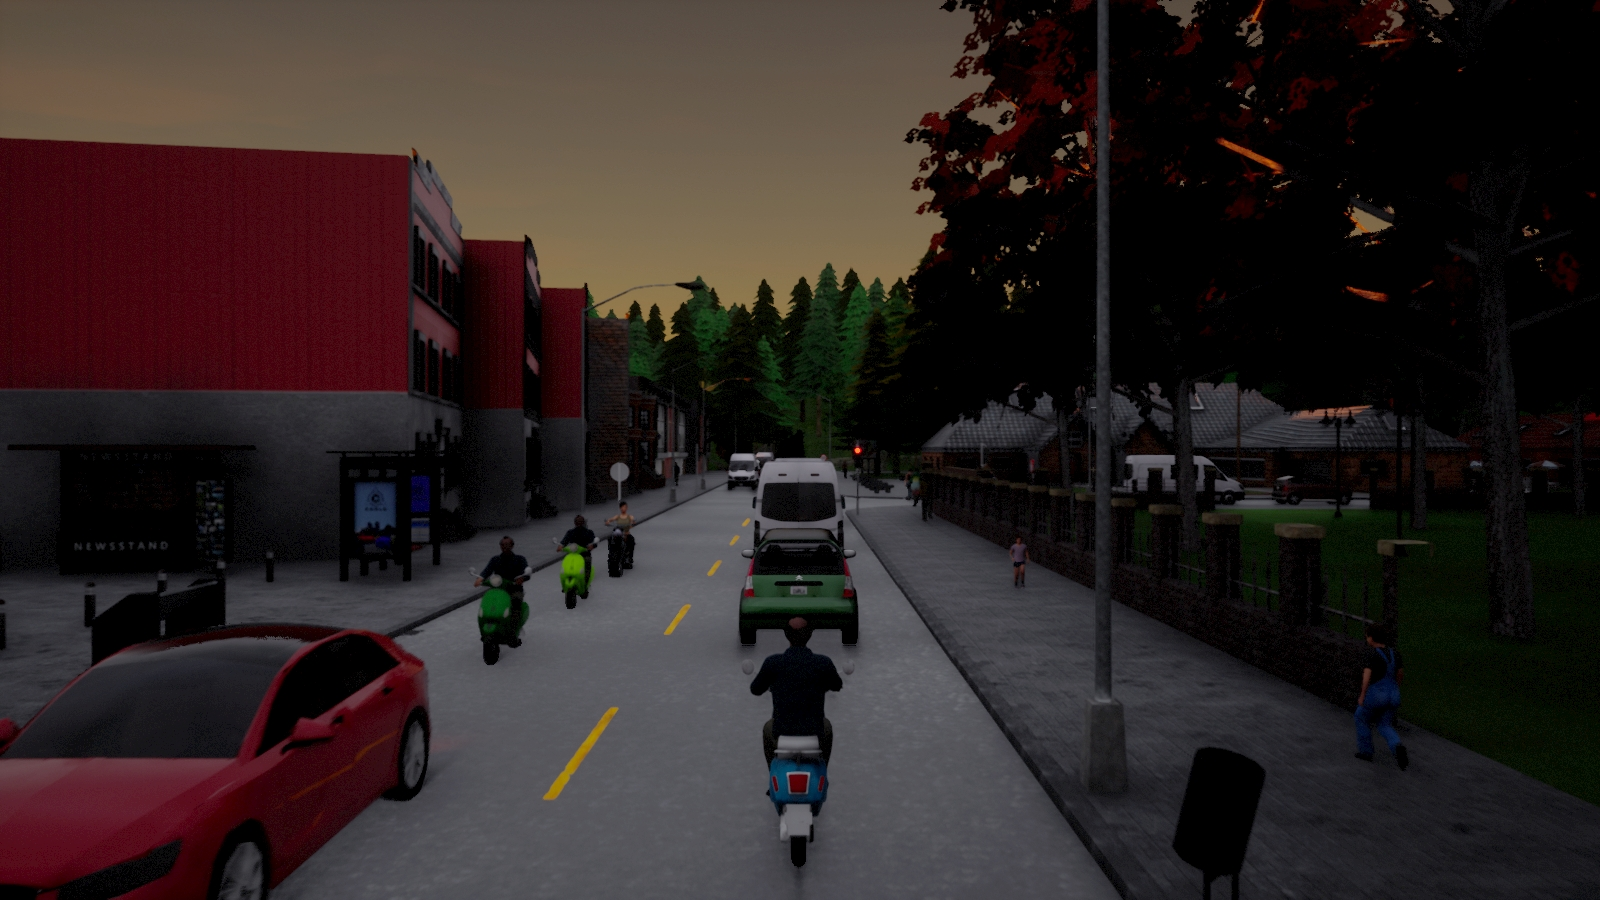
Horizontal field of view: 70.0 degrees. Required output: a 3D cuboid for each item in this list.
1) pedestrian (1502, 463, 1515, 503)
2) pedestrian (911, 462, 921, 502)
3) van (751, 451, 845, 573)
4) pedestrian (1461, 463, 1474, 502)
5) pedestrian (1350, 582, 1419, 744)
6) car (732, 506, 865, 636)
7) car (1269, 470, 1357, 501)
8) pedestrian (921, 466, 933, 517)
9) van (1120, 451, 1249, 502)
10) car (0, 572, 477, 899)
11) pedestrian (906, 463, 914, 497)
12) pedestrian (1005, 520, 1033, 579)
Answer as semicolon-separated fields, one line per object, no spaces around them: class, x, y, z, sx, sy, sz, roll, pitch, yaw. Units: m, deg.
pedestrian;32.972;1.525;53.188;0.375;1.860;0.375;0;0;-2
pedestrian;5.521;1.523;54.415;0.375;1.860;0.375;0;0;16
van;-0.042;1.314;26.983;1.988;2.561;5.915;0;0;0
pedestrian;31.559;1.525;54.038;0.375;1.860;0.375;0;0;-2
pedestrian;4.995;1.805;9.769;0.375;1.300;0.375;0;0;-10
car;-0.022;1.780;17.851;1.851;1.617;3.988;0;0;0
car;26.128;1.806;58.249;3.705;1.549;1.789;0;0;0
pedestrian;4.701;1.526;42.298;0.375;1.860;0.375;0;0;-9
van;19.591;1.315;58.312;5.915;2.561;1.988;0;0;1
car;-4.018;1.841;7.818;2.231;1.480;4.892;0;0;0
pedestrian;5.983;1.629;62.259;0.375;1.860;0.375;0;0;15
pedestrian;4.209;1.905;21.965;0.500;1.100;0.500;0;0;6
